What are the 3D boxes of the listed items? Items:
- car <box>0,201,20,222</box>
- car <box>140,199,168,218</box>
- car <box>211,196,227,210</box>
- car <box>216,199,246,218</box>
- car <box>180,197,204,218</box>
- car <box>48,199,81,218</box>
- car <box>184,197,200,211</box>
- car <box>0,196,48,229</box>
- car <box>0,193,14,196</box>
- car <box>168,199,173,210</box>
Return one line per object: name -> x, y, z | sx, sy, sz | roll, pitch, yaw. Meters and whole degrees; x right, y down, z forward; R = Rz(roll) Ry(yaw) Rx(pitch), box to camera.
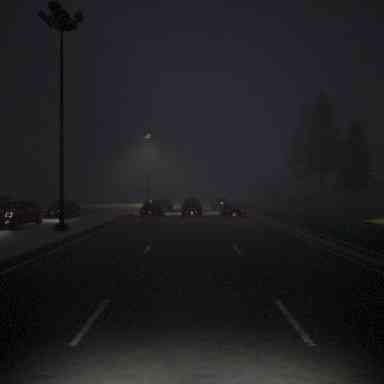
car -> -15.084, 1.477, 24.883 | 1.837, 1.490, 4.892 | 0, 0, 1
car -> -3.502, 1.491, 29.729 | 1.812, 1.442, 4.674 | 0, 0, 0
car -> 3.518, 1.303, 41.525 | 2.097, 1.767, 4.553 | 0, 0, 0
car -> 3.496, 1.567, 29.581 | 1.895, 1.301, 4.718 | 0, 0, 0
car -> 0.004, 1.471, 29.863 | 1.837, 1.490, 4.892 | 0, 0, 0
car -> -11.544, 1.467, 29.972 | 1.837, 1.490, 4.892 | 0, 1, 0
car -> 0.023, 1.458, 42.216 | 1.837, 1.490, 4.892 | 0, 1, 0
car -> -11.505, 1.324, 21.373 | 2.097, 1.767, 4.553 | 0, 0, 0
car -> -18.533, 1.178, 31.011 | 2.150, 2.045, 5.566 | 0, 1, 1
car -> -3.477, 1.515, 42.292 | 1.994, 1.385, 4.181 | 0, 0, 1
